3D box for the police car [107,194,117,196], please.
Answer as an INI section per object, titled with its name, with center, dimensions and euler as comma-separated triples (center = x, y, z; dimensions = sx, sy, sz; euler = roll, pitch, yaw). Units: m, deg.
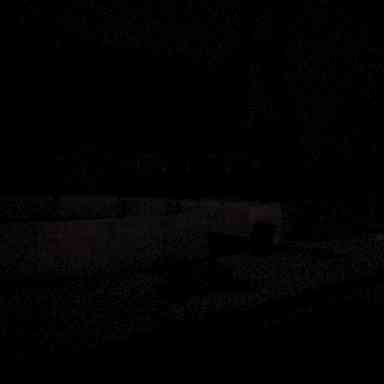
[police car]
center = -9.518, 1.059, 41.179
dimensions = 2.038, 1.542, 4.974
euler = 2, 0, -36
